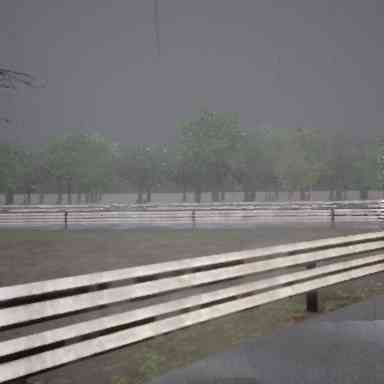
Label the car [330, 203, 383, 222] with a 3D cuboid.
[{"bbox_3d":[14.775,1.771,29.245,4.892,1.490,1.837,-1,0,6],"label":"car"}]

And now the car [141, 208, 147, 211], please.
[{"bbox_3d":[-7.635,2.174,38.685,4.902,1.511,2.128,-1,0,6],"label":"car"}]

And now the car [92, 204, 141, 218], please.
[{"bbox_3d":[-8.185,2.300,35.227,4.718,1.301,1.895,-1,0,6],"label":"car"}]

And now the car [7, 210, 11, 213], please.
[{"bbox_3d":[-20.956,2.005,33.076,5.566,2.045,2.150,-1,0,6],"label":"car"}]
